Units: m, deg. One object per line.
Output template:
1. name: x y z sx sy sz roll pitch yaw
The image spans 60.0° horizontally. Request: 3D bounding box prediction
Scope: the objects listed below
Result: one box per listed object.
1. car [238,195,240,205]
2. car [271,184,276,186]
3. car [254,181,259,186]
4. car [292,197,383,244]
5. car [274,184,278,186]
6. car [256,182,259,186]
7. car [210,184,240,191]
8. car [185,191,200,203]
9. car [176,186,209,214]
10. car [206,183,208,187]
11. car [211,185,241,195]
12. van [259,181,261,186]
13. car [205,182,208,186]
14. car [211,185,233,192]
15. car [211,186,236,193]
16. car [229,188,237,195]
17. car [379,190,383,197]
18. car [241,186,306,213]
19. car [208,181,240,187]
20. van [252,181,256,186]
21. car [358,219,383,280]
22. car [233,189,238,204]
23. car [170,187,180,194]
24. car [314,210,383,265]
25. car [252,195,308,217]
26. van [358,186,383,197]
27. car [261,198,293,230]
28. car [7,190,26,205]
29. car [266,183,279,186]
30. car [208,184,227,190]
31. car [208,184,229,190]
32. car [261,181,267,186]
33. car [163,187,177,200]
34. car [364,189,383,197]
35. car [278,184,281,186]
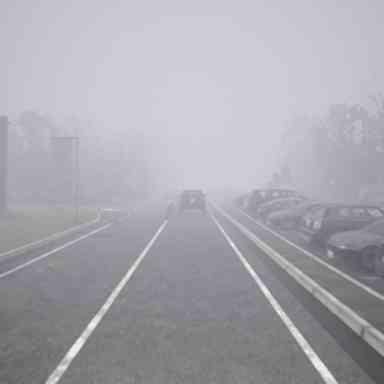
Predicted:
1. car: 6.733 0.695 29.435 4.553 1.767 2.185 0 2 0
2. car: 19.779 -0.425 70.267 4.674 1.452 2.002 0 3 0
3. car: 19.934 -1.415 89.624 4.792 1.488 2.163 0 3 0
4. car: 6.550 1.237 12.723 4.553 1.767 2.185 0 1 0
5. car: 19.735 -0.293 67.500 4.792 1.488 2.163 0 3 0
6. car: 19.917 -1.290 86.988 4.792 1.488 2.163 0 3 0
7. car: 6.690 -0.320 67.588 5.008 1.535 2.097 0 3 0
8. car: 0.004 0.639 46.653 1.994 1.385 4.181 0 2 0
9. car: 0.041 0.762 28.571 2.150 2.045 5.566 0 1 0
10. car: 6.570 -0.895 78.679 5.366 1.575 1.946 0 3 0
11. car: 6.638 -0.147 64.817 4.792 1.488 2.163 0 3 0
12. van: 19.987 -1.409 84.207 4.442 1.987 1.878 0 3 0
13. car: 6.606 -1.185 84.344 5.366 1.575 1.946 0 3 0
14. car: 6.744 -0.748 75.906 4.892 1.521 2.231 0 3 0
15. car: 6.906 -0.609 73.132 5.366 1.575 1.946 0 3 0
16. car: 6.712 0.605 35.006 4.792 1.488 2.163 0 3 0
17. car: 19.785 0.850 29.542 4.674 1.452 2.002 0 3 0
18. car: 6.690 0.791 23.862 5.566 2.045 2.435 0 2 0
19. car: 6.731 -0.714 70.347 5.566 2.045 2.435 0 3 0
20. van: 19.814 -1.794 92.363 4.442 1.987 1.878 0 3 0
21. car: 6.570 1.496 7.152 4.792 1.488 2.163 0 1 0
22. car: 6.751 0.728 32.225 4.792 1.488 2.163 0 3 0
23. car: -3.389 -0.308 67.684 1.895 1.301 4.718 0 3 0
24. car: 6.532 1.448 9.939 4.792 1.488 2.163 0 1 0
25. car: 6.635 1.140 21.084 4.892 1.521 2.231 0 2 0
26. van: 19.695 0.345 34.984 4.442 1.987 1.878 -1 2 0
27. car: 6.592 1.254 18.307 4.792 1.488 2.163 0 1 0
28. car: -24.501 0.686 43.843 5.566 2.045 2.150 0 -1 26
29. car: 19.614 -0.611 73.032 5.366 1.575 1.946 0 3 0
30. car: 6.820 -1.443 89.757 4.892 1.521 2.231 0 3 0
31. car: 6.994 -1.316 86.992 5.366 1.575 1.946 0 3 0
32. car: 19.863 -1.145 78.550 5.566 2.045 2.435 0 3 0
33. car: -3.426 0.378 52.000 2.033 1.411 5.357 0 3 0
34. car: 19.805 0.727 32.324 4.674 1.452 2.002 0 3 0
35. car: 19.779 -0.311 64.849 4.553 1.767 2.185 0 3 0
